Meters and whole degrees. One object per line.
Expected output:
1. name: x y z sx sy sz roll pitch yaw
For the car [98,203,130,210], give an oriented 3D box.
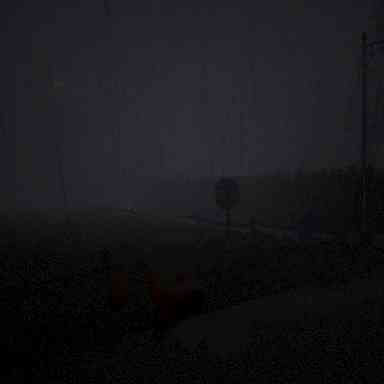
1. car: -8.303 1.796 35.460 1.895 1.301 4.718 0 0 -35
